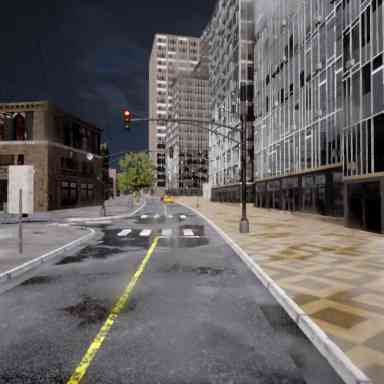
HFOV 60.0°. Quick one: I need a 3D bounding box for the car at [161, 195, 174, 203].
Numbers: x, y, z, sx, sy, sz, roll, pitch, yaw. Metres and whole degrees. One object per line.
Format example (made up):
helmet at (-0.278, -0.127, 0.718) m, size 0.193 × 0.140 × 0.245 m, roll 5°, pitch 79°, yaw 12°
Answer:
car at (-4.846, 1.465, 68.185) m, size 1.882 × 1.535 × 5.008 m, roll 0°, pitch 0°, yaw -8°
